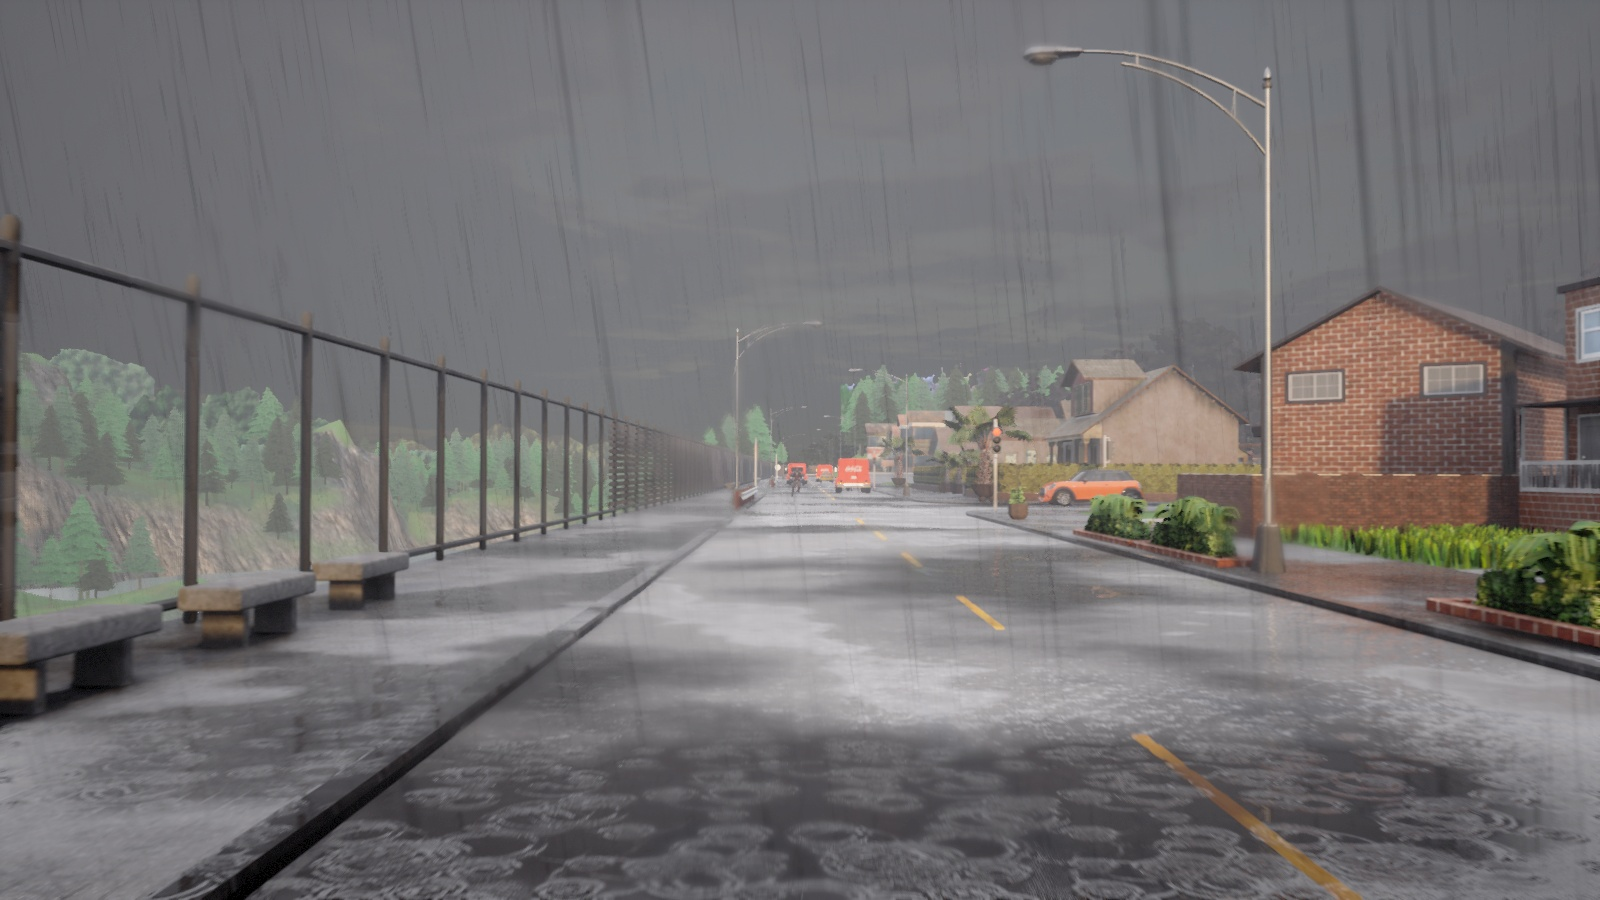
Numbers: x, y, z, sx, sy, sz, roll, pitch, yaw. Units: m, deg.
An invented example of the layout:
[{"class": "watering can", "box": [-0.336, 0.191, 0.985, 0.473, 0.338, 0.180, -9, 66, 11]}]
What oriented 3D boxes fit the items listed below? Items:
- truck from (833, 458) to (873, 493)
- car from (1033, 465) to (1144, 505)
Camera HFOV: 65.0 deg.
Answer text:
[{"class": "truck", "box": [3.788, 1.832, 90.723, 2.627, 2.467, 5.204, 0, -1, 0]}, {"class": "car", "box": [13.070, 1.578, 57.174, 4.553, 1.767, 2.097, 0, -1, 0]}]
